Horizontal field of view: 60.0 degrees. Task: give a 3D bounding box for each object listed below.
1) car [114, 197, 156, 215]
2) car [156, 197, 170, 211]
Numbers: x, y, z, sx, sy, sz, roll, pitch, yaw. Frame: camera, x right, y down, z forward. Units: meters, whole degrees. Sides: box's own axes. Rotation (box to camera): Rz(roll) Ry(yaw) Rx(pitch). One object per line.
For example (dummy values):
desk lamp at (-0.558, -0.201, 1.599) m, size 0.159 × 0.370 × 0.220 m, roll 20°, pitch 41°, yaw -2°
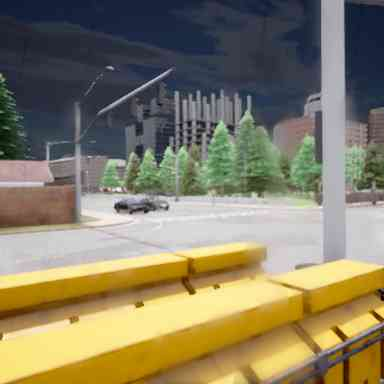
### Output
car at (-5.887, 1.351, 32.103) m, size 2.033 × 1.411 × 5.357 m, roll -1°, pitch 1°, yaw -33°
car at (-4.166, 1.243, 35.846) m, size 2.128 × 1.511 × 4.902 m, roll -1°, pitch 1°, yaw -33°
